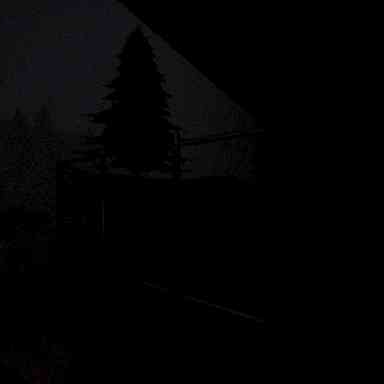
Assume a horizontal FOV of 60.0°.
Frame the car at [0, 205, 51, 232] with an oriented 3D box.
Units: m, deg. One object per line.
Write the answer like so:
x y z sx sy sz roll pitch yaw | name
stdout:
-11.242 1.602 21.266 2.128 1.511 4.902 0 0 21 | car
